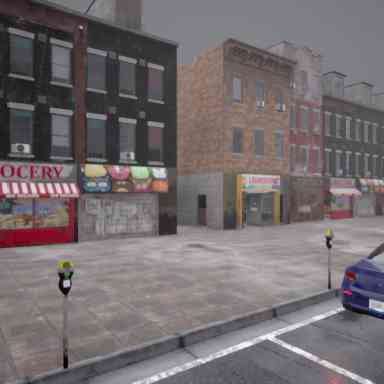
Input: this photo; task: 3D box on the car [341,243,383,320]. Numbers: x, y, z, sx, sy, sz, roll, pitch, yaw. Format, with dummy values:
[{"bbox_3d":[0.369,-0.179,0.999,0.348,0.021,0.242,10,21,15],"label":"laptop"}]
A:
[{"bbox_3d":[4.649,1.526,6.266,4.674,1.442,1.812,0,0,-36],"label":"car"}]
